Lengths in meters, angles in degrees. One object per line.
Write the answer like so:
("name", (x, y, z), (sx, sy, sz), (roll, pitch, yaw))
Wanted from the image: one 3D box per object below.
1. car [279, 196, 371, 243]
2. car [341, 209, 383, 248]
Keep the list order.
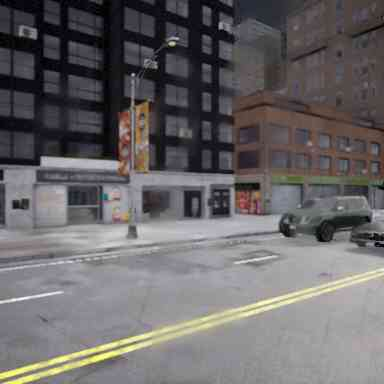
("car", (6.772, 1.231, 16.498), (5.566, 2.045, 2.150), (0, 0, -35))
("car", (8.809, 1.557, 13.959), (5.357, 1.411, 2.033), (0, 0, -35))
